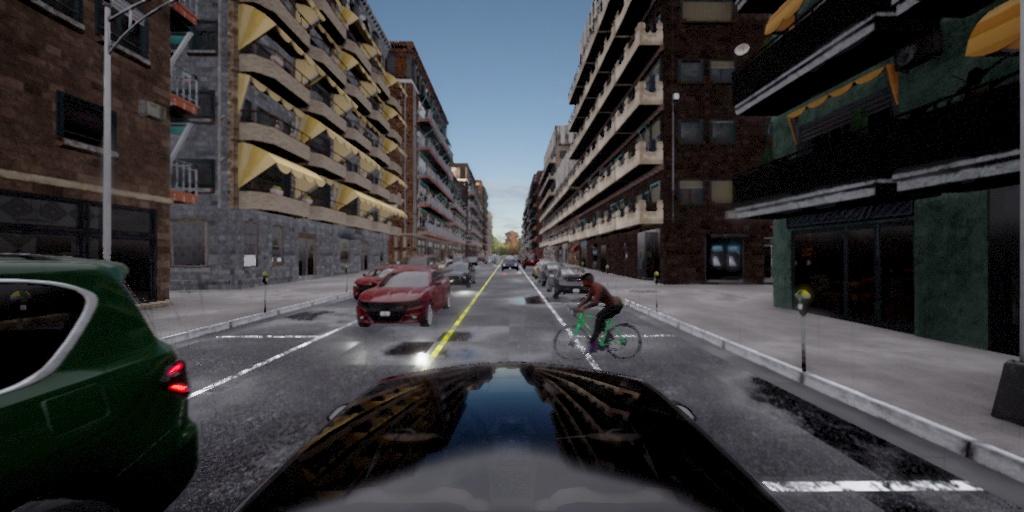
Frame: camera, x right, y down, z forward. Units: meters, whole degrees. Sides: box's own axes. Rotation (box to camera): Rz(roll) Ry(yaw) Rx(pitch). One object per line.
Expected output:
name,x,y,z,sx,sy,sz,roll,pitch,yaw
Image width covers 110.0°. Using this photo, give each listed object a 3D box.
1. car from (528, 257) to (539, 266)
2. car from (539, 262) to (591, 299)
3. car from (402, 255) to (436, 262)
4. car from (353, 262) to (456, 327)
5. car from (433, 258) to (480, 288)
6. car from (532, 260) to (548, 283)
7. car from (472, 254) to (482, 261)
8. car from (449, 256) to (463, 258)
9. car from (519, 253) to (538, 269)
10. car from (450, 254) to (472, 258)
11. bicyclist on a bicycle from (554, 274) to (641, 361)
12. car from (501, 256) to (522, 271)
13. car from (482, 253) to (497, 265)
car,2.484,1.018,28.036,1.751,1.417,4.829,0,0,0
car,2.579,1.151,16.731,2.007,1.370,4.403,0,0,0
car,-5.849,0.864,22.262,2.192,1.841,5.009,0,0,0
car,-3.161,1.133,11.337,1.882,1.535,5.008,0,0,-1
car,-3.241,1.059,21.712,1.837,1.490,4.892,0,1,0
car,2.532,1.097,22.298,2.007,1.370,4.403,0,0,0
car,-6.131,0.794,55.666,1.948,1.339,4.313,0,0,0
car,-5.942,0.966,33.226,1.751,1.417,4.829,0,0,0
car,2.344,0.646,44.568,2.192,1.841,5.009,0,0,0
car,-5.990,0.702,38.964,2.192,1.841,5.009,0,0,0
bicyclist on a bicycle,1.580,1.148,6.670,1.656,1.620,0.582,-2,1,0
car,-0.207,0.977,39.972,1.895,1.301,4.718,0,1,0
car,-3.541,0.687,58.992,2.128,1.511,4.902,0,1,0
